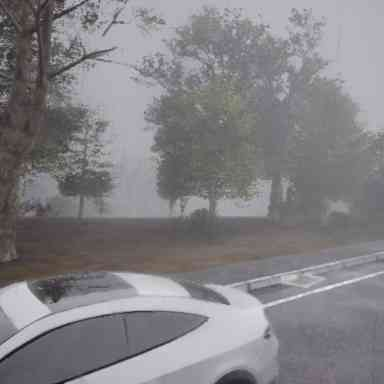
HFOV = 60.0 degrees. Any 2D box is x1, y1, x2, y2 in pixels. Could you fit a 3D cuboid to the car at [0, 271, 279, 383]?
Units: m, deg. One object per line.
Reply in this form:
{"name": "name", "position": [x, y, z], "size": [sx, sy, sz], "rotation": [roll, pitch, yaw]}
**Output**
{"name": "car", "position": [-1.233, 1.526, 2.802], "size": [4.674, 1.442, 1.812], "rotation": [0, 0, -35]}
